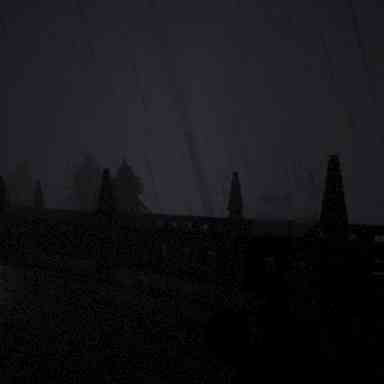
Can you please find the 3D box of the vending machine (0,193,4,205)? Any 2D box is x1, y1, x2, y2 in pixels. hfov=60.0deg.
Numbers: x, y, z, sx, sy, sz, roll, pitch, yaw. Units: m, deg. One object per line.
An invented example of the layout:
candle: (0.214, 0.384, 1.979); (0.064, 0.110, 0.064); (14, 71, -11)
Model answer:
vending machine: (-33.163, 1.210, 57.366); (1.100, 2.100, 0.880); (0, 0, -13)
